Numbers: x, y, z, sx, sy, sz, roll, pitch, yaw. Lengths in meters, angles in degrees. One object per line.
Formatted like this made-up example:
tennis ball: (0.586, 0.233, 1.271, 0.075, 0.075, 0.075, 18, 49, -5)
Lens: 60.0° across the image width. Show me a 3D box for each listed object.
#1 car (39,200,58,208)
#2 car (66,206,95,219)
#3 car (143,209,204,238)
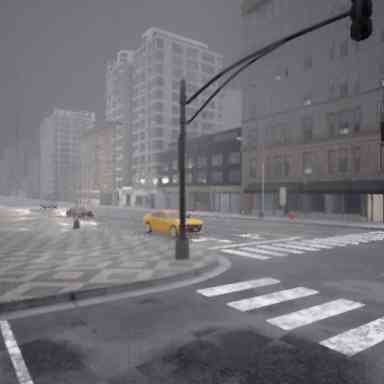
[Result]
car: (-21.038, 1.872, 48.662, 1.882, 1.535, 5.008, 0, -1, -35)
car: (-12.069, 2.196, 35.828, 1.895, 1.301, 4.718, 0, -1, -35)
car: (-1.229, 1.838, 20.508, 1.882, 1.535, 5.008, 0, -1, -35)
